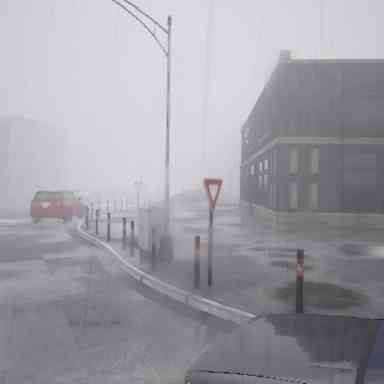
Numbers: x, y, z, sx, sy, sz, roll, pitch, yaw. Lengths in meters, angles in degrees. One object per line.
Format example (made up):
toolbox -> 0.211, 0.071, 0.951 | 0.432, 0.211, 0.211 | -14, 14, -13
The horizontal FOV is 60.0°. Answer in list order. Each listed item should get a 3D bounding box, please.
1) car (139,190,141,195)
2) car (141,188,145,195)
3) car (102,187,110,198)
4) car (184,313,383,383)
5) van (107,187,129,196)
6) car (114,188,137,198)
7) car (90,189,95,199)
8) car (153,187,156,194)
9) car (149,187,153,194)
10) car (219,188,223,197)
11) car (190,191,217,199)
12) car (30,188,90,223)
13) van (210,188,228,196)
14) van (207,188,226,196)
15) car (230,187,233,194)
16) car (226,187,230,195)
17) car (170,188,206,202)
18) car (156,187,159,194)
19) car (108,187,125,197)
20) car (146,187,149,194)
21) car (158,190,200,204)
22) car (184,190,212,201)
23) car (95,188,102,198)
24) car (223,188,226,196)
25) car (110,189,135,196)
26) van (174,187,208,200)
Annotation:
car -> -15.397, -0.098, 79.120 | 4.553, 1.767, 2.185 | 1, 1, 12
car -> -14.822, -0.149, 81.815 | 4.553, 1.767, 2.185 | 1, 1, 12
car -> -18.825, 0.352, 62.941 | 4.892, 1.521, 2.231 | 1, 1, 12
car -> 2.471, 1.548, 2.046 | 5.357, 1.411, 2.033 | 0, 0, 35
van -> -16.401, -0.089, 73.694 | 4.442, 1.987, 1.878 | 1, 1, 12
car -> -13.286, 0.456, 66.650 | 1.994, 1.385, 4.181 | 1, 1, 12
car -> -17.125, 0.386, 49.208 | 2.150, 2.045, 5.566 | 1, 1, 11
car -> -13.061, -0.171, 89.899 | 4.892, 1.521, 2.231 | 1, 1, 12
car -> -13.637, -0.122, 87.202 | 4.892, 1.521, 2.231 | 1, 1, 12
car -> 2.863, 0.255, 67.758 | 5.566, 2.045, 2.435 | 1, 1, 12
car -> 2.256, 0.563, 65.053 | 4.892, 1.521, 2.231 | 1, 1, 12
car -> -8.939, 0.924, 22.634 | 2.150, 2.045, 5.566 | 0, 1, -3
van -> 7.022, -0.090, 86.760 | 4.442, 1.987, 1.878 | 1, 1, 12
van -> 6.212, -0.045, 84.094 | 4.442, 1.987, 1.878 | 1, 1, 12
car -> 8.039, 0.066, 92.231 | 4.792, 1.488, 2.163 | 1, 1, 12
car -> 5.772, -0.016, 81.345 | 5.566, 2.045, 2.435 | 1, 1, 12
car -> -0.628, 0.701, 51.453 | 4.553, 1.767, 2.185 | 1, 1, 12
car -> -12.486, -0.218, 92.595 | 4.892, 1.521, 2.231 | 1, 1, 12
car -> -16.912, 0.188, 70.989 | 5.366, 1.575, 1.946 | 1, 1, 12
car -> -14.185, -0.199, 84.499 | 4.553, 1.767, 2.185 | 1, 1, 12
car -> -1.828, 0.934, 46.154 | 4.792, 1.488, 2.163 | 1, 1, 12
car -> 1.118, 0.549, 59.611 | 4.553, 1.767, 2.185 | 1, 1, 12
car -> -19.363, 0.276, 60.230 | 4.553, 1.767, 2.185 | 1, 1, 12
car -> 3.997, 0.141, 73.328 | 5.566, 2.045, 2.435 | 1, 1, 12
car -> -15.948, 0.081, 76.421 | 5.008, 1.535, 2.097 | 1, 1, 12
van -> -0.163, 0.551, 54.325 | 4.442, 1.987, 1.878 | 1, 1, 12
